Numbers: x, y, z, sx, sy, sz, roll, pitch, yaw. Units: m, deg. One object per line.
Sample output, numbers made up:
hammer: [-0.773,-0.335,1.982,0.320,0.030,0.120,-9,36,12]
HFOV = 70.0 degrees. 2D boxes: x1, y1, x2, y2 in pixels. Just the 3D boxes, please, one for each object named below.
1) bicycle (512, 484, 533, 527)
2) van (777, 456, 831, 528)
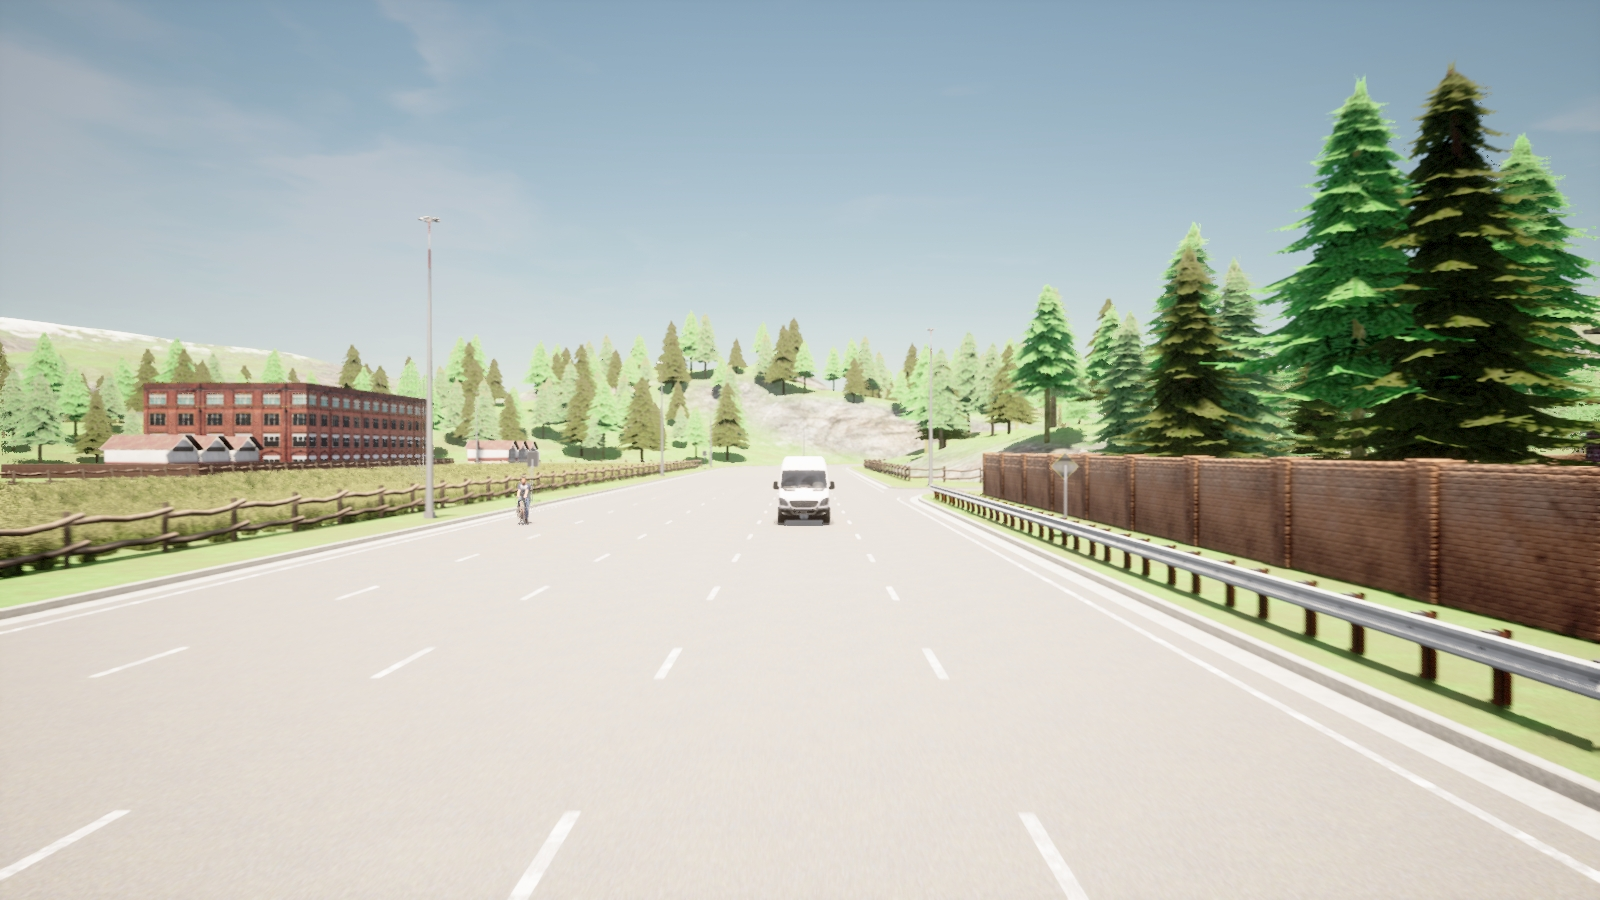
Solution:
bicycle: [-10.339,2.058,42.648,0.373,1.496,1.643,0,1,0]
van: [0.161,1.537,44.380,1.988,2.561,5.915,0,0,0]
